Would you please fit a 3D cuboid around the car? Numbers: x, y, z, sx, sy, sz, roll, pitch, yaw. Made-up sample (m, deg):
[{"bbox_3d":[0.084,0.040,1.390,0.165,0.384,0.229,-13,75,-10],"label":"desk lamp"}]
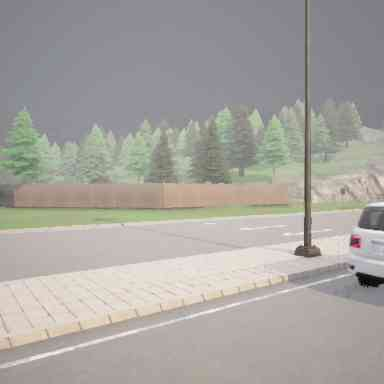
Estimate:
[{"bbox_3d":[6.018,1.222,8.038,5.566,2.045,2.150,0,0,-35],"label":"car"}]
